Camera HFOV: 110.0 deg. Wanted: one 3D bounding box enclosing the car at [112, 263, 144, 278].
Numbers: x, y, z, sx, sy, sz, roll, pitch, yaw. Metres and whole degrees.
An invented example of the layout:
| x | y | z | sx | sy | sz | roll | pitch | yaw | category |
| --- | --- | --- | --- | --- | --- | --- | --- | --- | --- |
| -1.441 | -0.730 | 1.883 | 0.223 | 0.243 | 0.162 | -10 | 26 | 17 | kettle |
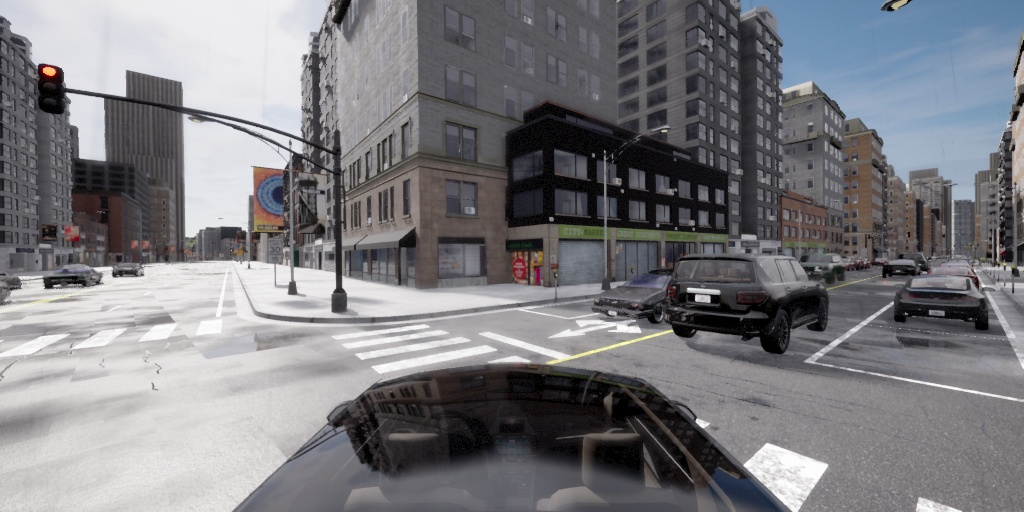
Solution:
| x | y | z | sx | sy | sz | roll | pitch | yaw | category |
| --- | --- | --- | --- | --- | --- | --- | --- | --- | --- |
| -40.768 | 1.455 | 38.139 | 1.837 | 1.490 | 4.892 | -1 | 0 | -38 | car |

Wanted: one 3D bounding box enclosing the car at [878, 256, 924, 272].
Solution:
| x | y | z | sx | sy | sz | roll | pitch | yaw | category |
| --- | --- | --- | --- | --- | --- | --- | --- | --- | --- |
| 32.088 | 1.025 | 29.515 | 5.008 | 1.535 | 1.882 | 0 | 0 | -38 | car |

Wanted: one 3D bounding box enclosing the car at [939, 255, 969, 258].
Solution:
| x | y | z | sx | sy | sz | roll | pitch | yaw | category |
| --- | --- | --- | --- | --- | --- | --- | --- | --- | --- |
| 43.810 | 0.937 | 35.224 | 4.097 | 1.591 | 1.967 | 0 | 0 | -38 | car |

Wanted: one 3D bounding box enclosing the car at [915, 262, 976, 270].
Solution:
| x | y | z | sx | sy | sz | roll | pitch | yaw | category |
| --- | --- | --- | --- | --- | --- | --- | --- | --- | --- |
| 21.605 | 1.158 | 17.667 | 4.507 | 1.381 | 1.888 | 0 | 0 | -38 | car |

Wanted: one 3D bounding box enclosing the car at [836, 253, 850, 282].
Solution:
| x | y | z | sx | sy | sz | roll | pitch | yaw | category |
| --- | --- | --- | --- | --- | --- | --- | --- | --- | --- |
| 21.565 | 0.826 | 25.216 | 5.566 | 2.045 | 2.150 | 0 | 0 | -38 | car |

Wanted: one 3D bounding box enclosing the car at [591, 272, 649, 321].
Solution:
| x | y | z | sx | sy | sz | roll | pitch | yaw | category |
| --- | --- | --- | --- | --- | --- | --- | --- | --- | --- |
| 5.033 | 1.270 | 12.160 | 5.357 | 1.411 | 2.033 | 0 | 0 | -38 | car |

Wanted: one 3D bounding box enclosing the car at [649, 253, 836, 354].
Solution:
| x | y | z | sx | sy | sz | roll | pitch | yaw | category |
| --- | --- | --- | --- | --- | --- | --- | --- | --- | --- |
| 5.989 | 0.944 | 8.964 | 5.566 | 2.045 | 2.150 | 0 | 0 | -38 | car |

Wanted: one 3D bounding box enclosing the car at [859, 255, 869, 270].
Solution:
| x | y | z | sx | sy | sz | roll | pitch | yaw | category |
| --- | --- | --- | --- | --- | --- | --- | --- | --- | --- |
| 42.967 | 0.817 | 45.426 | 5.009 | 1.841 | 2.192 | 0 | 0 | -38 | car |

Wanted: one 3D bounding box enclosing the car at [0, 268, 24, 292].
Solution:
| x | y | z | sx | sy | sz | roll | pitch | yaw | category |
| --- | --- | --- | --- | --- | --- | --- | --- | --- | --- |
| -32.063 | 1.493 | 21.682 | 1.994 | 1.385 | 4.181 | -1 | 0 | -38 | car |

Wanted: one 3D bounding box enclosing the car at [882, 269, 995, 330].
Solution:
| x | y | z | sx | sy | sz | roll | pitch | yaw | category |
| --- | --- | --- | --- | --- | --- | --- | --- | --- | --- |
| 12.723 | 1.228 | 10.643 | 4.403 | 1.370 | 2.007 | 0 | 0 | -38 | car |

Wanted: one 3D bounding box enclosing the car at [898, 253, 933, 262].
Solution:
| x | y | z | sx | sy | sz | roll | pitch | yaw | category |
| --- | --- | --- | --- | --- | --- | --- | --- | --- | --- |
| 40.174 | 0.733 | 35.961 | 5.566 | 2.045 | 2.150 | 0 | 0 | -38 | car |

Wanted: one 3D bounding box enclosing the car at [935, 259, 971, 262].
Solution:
| x | y | z | sx | sy | sz | roll | pitch | yaw | category |
| --- | --- | --- | --- | --- | --- | --- | --- | --- | --- |
| 30.487 | 1.104 | 24.689 | 4.507 | 1.381 | 1.888 | 0 | 0 | -38 | car |

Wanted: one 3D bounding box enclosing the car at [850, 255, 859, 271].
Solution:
| x | y | z | sx | sy | sz | roll | pitch | yaw | category |
| --- | --- | --- | --- | --- | --- | --- | --- | --- | --- |
| 38.526 | 0.957 | 41.915 | 4.097 | 1.591 | 1.967 | 0 | 0 | -38 | car |

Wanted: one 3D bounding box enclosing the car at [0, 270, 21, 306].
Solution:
| x | y | z | sx | sy | sz | roll | pitch | yaw | category |
| --- | --- | --- | --- | --- | --- | --- | --- | --- | --- |
| -21.625 | 1.421 | 13.668 | 2.033 | 1.411 | 5.357 | -1 | 0 | -38 | car |

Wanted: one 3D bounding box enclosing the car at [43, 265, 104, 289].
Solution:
| x | y | z | sx | sy | sz | roll | pitch | yaw | category |
| --- | --- | --- | --- | --- | --- | --- | --- | --- | --- |
| -30.679 | 1.495 | 25.180 | 1.895 | 1.301 | 4.718 | -1 | 0 | -38 | car |
